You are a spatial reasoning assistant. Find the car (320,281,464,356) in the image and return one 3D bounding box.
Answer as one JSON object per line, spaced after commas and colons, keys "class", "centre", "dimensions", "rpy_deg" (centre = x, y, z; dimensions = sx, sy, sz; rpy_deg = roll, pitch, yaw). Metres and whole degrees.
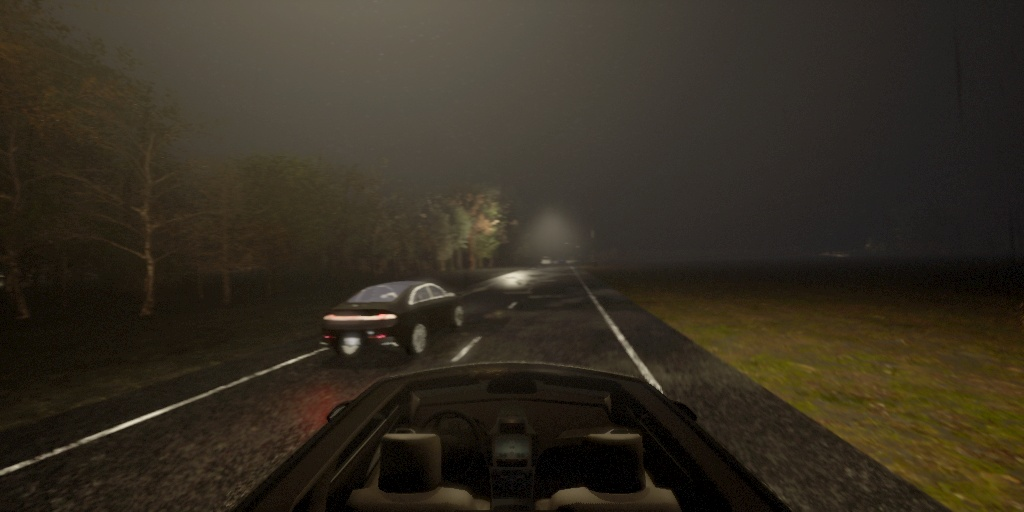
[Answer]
{"class": "car", "centre": [-2.651, 1.391, 9.108], "dimensions": [2.128, 1.511, 4.902], "rpy_deg": [-2, 0, 8]}
